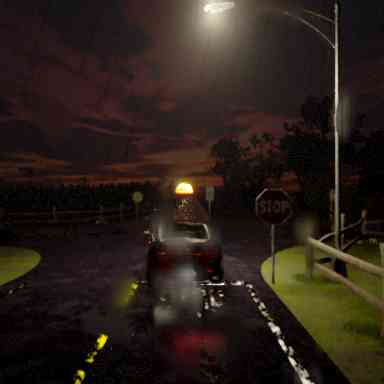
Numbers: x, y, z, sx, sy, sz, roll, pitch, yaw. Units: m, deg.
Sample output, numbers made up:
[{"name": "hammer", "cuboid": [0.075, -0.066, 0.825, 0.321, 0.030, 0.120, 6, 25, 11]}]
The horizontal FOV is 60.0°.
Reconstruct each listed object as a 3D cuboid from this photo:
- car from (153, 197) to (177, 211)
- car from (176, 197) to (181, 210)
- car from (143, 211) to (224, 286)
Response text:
[{"name": "car", "cuboid": [-2.872, 1.612, 34.338, 1.837, 1.490, 4.892, 0, 0, 1]}, {"name": "car", "cuboid": [-2.845, 1.653, 45.709, 1.837, 1.490, 4.892, 0, 0, 0]}, {"name": "car", "cuboid": [-0.341, 1.531, 9.586, 1.837, 1.490, 4.892, 0, 0, -6]}]
